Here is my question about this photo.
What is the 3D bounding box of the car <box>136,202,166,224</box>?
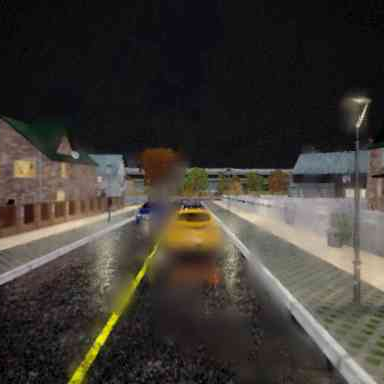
[{"bbox_3d":[-2.844,1.465,24.059,1.812,1.442,4.674,0,0,0],"label":"car"}]

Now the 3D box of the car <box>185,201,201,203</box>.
[{"bbox_3d":[0.099,1.523,32.769,1.895,1.301,4.718,0,0,0],"label":"car"}]

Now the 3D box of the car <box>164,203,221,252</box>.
[{"bbox_3d":[0.083,1.439,13.632,1.882,1.535,5.008,0,0,0],"label":"car"}]
